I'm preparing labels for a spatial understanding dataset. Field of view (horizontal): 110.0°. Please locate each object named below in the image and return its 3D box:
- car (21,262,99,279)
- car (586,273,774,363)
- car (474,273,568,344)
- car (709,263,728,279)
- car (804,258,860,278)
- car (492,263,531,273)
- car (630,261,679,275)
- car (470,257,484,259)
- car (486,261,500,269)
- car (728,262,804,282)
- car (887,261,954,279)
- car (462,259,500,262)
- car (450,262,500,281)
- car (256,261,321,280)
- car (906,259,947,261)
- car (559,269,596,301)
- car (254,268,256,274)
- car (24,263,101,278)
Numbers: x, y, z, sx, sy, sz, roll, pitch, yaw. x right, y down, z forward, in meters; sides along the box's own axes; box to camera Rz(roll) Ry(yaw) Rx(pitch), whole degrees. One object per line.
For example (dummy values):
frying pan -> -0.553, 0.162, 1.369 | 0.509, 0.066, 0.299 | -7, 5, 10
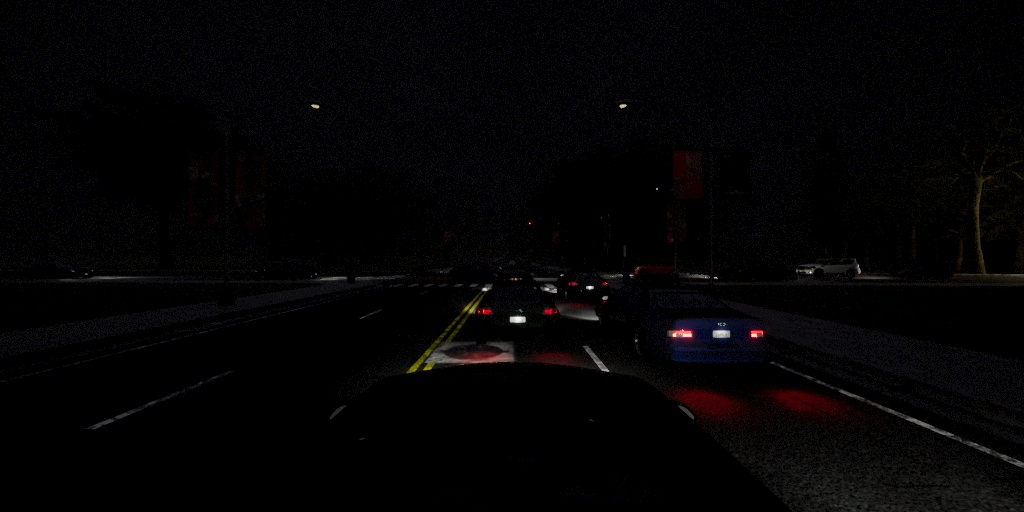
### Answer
car -> -37.903, 1.218, 29.942 | 4.674, 1.442, 1.812 | 0, 0, 0
car -> 3.356, 1.303, 8.269 | 2.033, 1.411, 5.357 | 0, 0, 0
car -> 0.110, 1.321, 9.619 | 1.994, 1.385, 4.181 | 0, 0, 0
car -> 21.452, 1.421, 33.643 | 5.008, 1.535, 1.882 | 0, 0, -1
car -> 32.688, 1.231, 37.161 | 5.566, 2.045, 2.150 | 0, 0, 0
car -> 0.105, 1.284, 18.525 | 1.837, 1.490, 4.892 | 0, 0, 0
car -> 14.612, 1.266, 37.017 | 4.553, 1.767, 2.097 | 0, 0, -1
car -> -6.530, 1.194, 62.014 | 2.150, 2.045, 5.566 | 0, 0, 0
car -> -3.270, 1.523, 62.466 | 2.033, 1.411, 5.357 | 0, 0, 1
car -> 21.406, 1.289, 30.381 | 4.553, 1.767, 2.097 | 0, 0, 0
car -> 42.671, 1.568, 37.208 | 4.902, 1.511, 2.128 | 0, 0, 0
car -> -3.161, 1.310, 33.475 | 4.902, 1.511, 2.128 | 0, 0, 0
car -> -2.759, 1.412, 30.227 | 4.718, 1.301, 1.895 | 0, 0, 0
car -> -18.455, 1.322, 30.114 | 4.181, 1.385, 1.994 | 0, 0, -1
car -> 45.939, 1.329, 40.456 | 5.566, 2.045, 2.150 | 0, 0, 0
car -> 3.363, 1.340, 17.512 | 1.994, 1.385, 4.181 | 0, 0, 0
car -> -21.112, 1.245, 33.341 | 4.902, 1.511, 2.128 | 0, 0, -1
car -> -41.483, 1.289, 33.165 | 4.718, 1.301, 1.895 | 0, 0, 0
